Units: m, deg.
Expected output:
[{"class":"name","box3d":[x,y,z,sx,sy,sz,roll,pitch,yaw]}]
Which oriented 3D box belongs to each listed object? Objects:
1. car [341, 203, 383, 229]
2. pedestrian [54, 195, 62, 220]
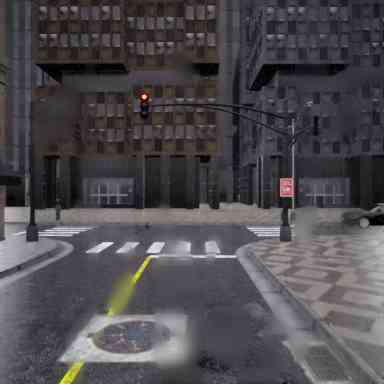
[{"class":"car","box3d":[12.056,1.458,21.021,5.008,1.535,1.882,0,0,1]},{"class":"pedestrian","box3d":[-9.815,1.152,24.321,0.375,1.860,0.375,0,0,1]}]
